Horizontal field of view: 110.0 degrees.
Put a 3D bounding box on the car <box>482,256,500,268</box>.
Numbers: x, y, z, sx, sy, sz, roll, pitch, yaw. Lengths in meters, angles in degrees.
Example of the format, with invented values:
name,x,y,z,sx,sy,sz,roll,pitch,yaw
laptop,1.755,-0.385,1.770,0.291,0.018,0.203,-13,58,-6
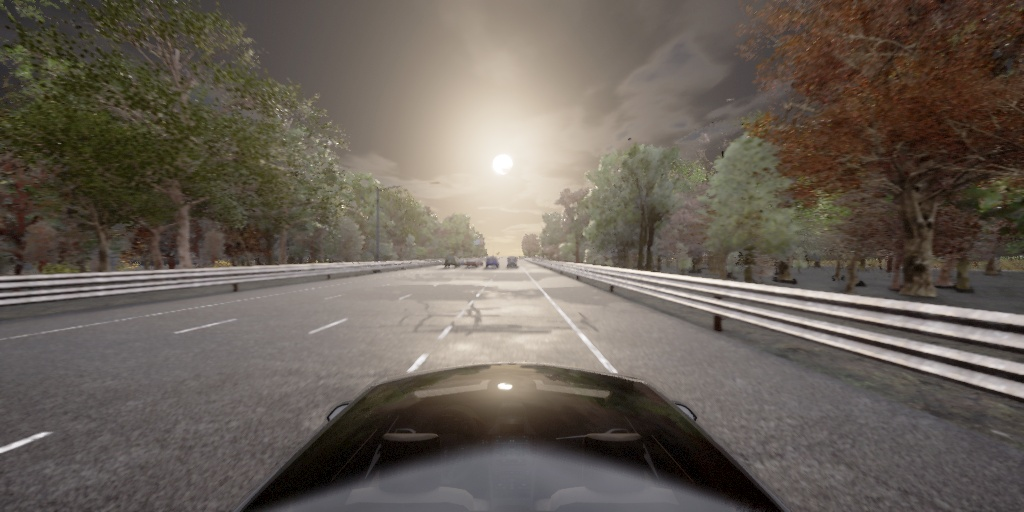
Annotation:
name,x,y,z,sx,sy,sz,roll,pitch,yaw
car,-3.471,1.049,63.124,2.150,2.045,5.566,0,0,0

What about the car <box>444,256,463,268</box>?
name,x,y,z,sx,sy,sz,roll,pitch,yaw
car,-10.472,1.040,63.128,2.150,2.045,5.566,0,0,0

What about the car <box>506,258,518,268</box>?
name,x,y,z,sx,sy,sz,roll,pitch,yaw
car,0.028,1.421,63.538,1.895,1.301,4.718,0,0,0

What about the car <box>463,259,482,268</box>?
name,x,y,z,sx,sy,sz,roll,pitch,yaw
car,-6.972,1.282,63.096,1.882,1.535,5.008,0,0,0
